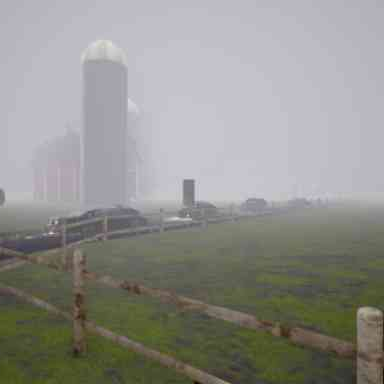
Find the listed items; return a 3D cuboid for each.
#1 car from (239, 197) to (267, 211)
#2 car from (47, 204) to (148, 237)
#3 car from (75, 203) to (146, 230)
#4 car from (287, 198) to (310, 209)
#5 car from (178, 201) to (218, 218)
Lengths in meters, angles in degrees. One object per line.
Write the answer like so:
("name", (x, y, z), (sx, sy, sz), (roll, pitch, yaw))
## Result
("car", (7.283, 1.420, 39.169), (1.837, 1.490, 4.892), (1, 2, 36))
("car", (-4.882, 1.516, 17.888), (2.033, 1.411, 5.357), (1, 0, 40))
("car", (-5.213, 1.508, 21.752), (1.994, 1.385, 4.181), (1, 0, 36))
("car", (14.327, 1.480, 44.047), (2.033, 1.411, 5.357), (1, 0, 36))
("car", (0.577, 1.495, 29.832), (1.994, 1.385, 4.181), (1, 0, 36))
